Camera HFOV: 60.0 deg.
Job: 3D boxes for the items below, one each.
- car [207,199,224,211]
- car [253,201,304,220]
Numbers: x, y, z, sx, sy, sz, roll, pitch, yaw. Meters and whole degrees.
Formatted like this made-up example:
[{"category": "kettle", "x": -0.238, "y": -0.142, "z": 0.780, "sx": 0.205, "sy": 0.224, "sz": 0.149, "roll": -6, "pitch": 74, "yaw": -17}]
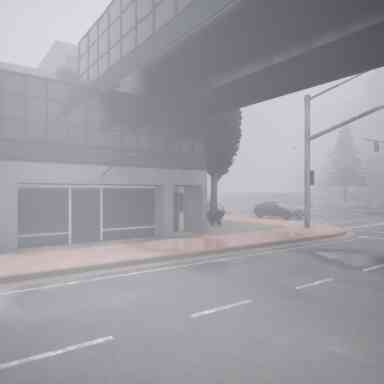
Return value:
[{"category": "car", "x": 1.494, "y": 1.491, "z": 36.481, "sx": 2.128, "sy": 1.511, "sz": 4.902, "roll": 0, "pitch": 0, "yaw": -36}, {"category": "car", "x": 7.300, "y": 1.526, "z": 28.418, "sx": 1.812, "sy": 1.442, "sz": 4.674, "roll": 0, "pitch": 0, "yaw": -36}]
